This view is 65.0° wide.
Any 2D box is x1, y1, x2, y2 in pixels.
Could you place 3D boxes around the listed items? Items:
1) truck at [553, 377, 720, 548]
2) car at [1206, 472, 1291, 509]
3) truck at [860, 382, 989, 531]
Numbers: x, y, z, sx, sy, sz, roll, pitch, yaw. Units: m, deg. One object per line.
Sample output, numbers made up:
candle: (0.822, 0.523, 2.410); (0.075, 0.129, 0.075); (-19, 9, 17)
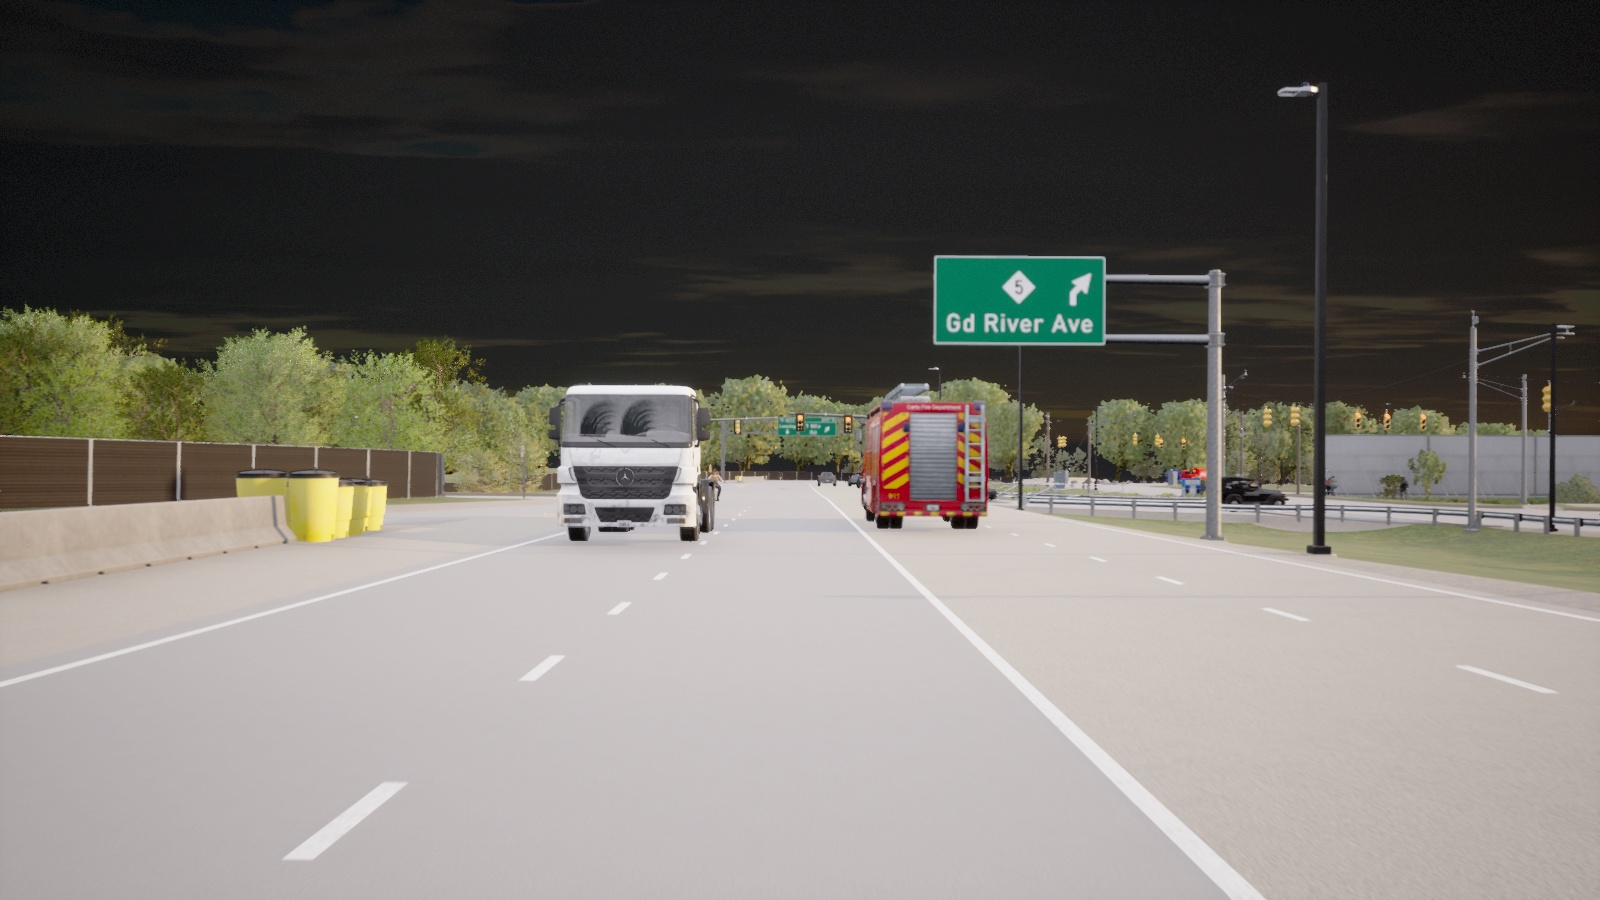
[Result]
truck: (-3.572, 0.322, 29.457); (2.891, 3.462, 7.936); (0, -1, 0)
car: (24.120, 2.170, 67.644); (3.866, 1.878, 1.905); (0, -1, 0)
truck: (3.411, 0.225, 36.648); (2.891, 3.827, 8.468); (0, -1, 0)
